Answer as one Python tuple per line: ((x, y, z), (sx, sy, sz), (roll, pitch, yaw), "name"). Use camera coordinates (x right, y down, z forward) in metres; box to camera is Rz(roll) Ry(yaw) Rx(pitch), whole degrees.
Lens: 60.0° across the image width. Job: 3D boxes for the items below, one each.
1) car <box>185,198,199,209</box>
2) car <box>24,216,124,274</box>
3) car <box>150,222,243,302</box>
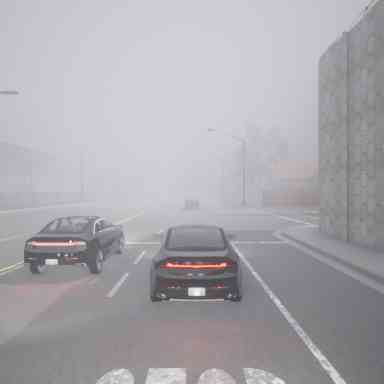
((-0.022, 1.491, 44.231), (2.128, 1.511, 4.902), (0, 0, 0), "car")
((-3.429, 1.491, 10.533), (2.128, 1.511, 4.902), (0, 0, 0), "car")
((0.078, 1.505, 8.265), (1.837, 1.490, 4.892), (0, 0, 0), "car")
